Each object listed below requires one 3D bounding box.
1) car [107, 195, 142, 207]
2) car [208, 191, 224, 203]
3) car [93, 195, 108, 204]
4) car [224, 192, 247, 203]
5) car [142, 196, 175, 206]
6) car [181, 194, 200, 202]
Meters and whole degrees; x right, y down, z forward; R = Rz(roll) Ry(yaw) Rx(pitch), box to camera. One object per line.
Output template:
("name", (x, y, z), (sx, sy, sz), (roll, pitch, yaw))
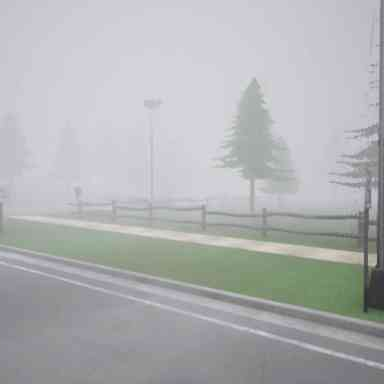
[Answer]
("car", (-8.220, 1.258, 44.364), (2.033, 1.411, 5.357), (1, 0, 35))
("car", (5.339, 0.921, 63.496), (2.150, 2.045, 5.566), (1, 0, 35))
("car", (-12.606, 1.139, 50.280), (2.128, 1.511, 4.902), (1, 0, 35))
("car", (8.369, 1.092, 61.718), (2.097, 1.767, 4.553), (1, 0, 35))
("car", (-4.055, 1.267, 44.181), (1.812, 1.442, 4.674), (1, 0, 35))
("car", (-0.316, 1.143, 67.624), (2.128, 1.511, 4.902), (1, 0, 35))
